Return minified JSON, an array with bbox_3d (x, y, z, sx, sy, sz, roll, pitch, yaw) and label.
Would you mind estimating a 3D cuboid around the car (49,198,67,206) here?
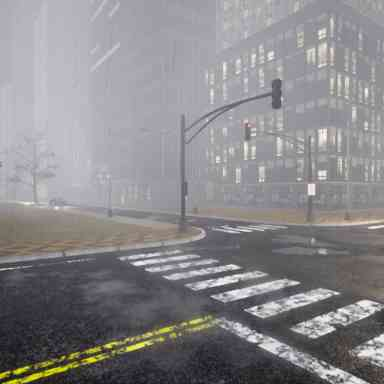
[{"bbox_3d":[-21.844,1.606,54.132,1.895,1.301,4.718,0,0,-35],"label":"car"}]
